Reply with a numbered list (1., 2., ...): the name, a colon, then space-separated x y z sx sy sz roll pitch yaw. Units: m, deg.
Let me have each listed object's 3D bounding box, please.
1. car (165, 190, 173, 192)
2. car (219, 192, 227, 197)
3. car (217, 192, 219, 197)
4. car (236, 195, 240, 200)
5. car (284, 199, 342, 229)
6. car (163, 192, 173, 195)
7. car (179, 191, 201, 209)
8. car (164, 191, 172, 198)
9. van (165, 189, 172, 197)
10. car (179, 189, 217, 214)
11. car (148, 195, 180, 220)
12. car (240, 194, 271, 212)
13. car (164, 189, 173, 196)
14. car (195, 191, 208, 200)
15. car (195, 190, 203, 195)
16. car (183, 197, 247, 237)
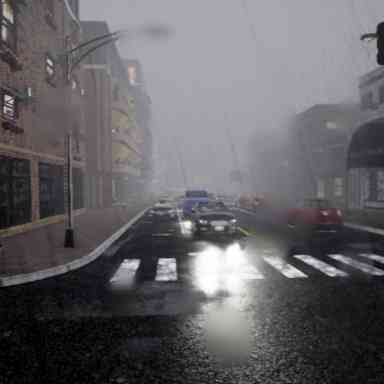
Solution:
1. car: -3.895 0.769 52.010 1.752 1.417 4.829 -1 1 -4
2. car: 4.458 0.705 52.717 2.008 1.369 4.403 -1 1 -4
3. car: 2.233 0.764 46.932 1.837 1.490 4.892 -1 1 -4
4. car: 5.529 0.946 35.662 2.008 1.369 4.403 -1 1 -4
5. car: 6.598 1.083 18.605 1.967 1.590 4.097 -1 1 -4
6. car: -2.834 1.033 35.126 2.008 1.369 4.403 -1 1 -4
7. car: -0.316 0.789 36.573 2.097 1.767 4.553 -1 1 -4
8. car: -4.966 0.534 69.064 1.752 1.417 4.829 -1 1 -4
9. van: -5.694 0.194 80.601 1.690 1.788 3.998 -1 1 -4
10. car: 0.315 0.806 26.367 2.150 2.045 5.566 -1 1 -4
11. car: -2.120 1.198 23.756 2.008 1.369 4.403 -1 1 -4
12. car: 5.886 1.060 29.978 1.802 1.307 4.206 -1 1 -4
13. car: -6.052 0.093 86.284 2.192 1.841 5.009 -1 1 -4
14. car: 1.558 0.640 57.328 1.812 1.442 4.674 -1 1 -4
15. car: 1.958 0.198 92.512 1.802 1.307 4.206 -1 1 -4
16. car: 0.928 1.221 16.456 2.128 1.511 4.902 -1 1 -5
